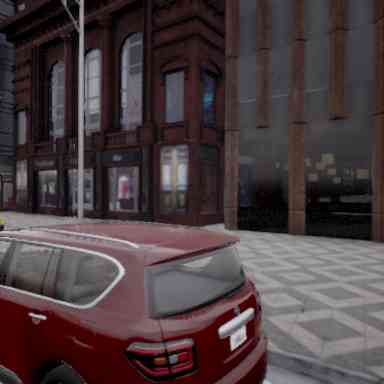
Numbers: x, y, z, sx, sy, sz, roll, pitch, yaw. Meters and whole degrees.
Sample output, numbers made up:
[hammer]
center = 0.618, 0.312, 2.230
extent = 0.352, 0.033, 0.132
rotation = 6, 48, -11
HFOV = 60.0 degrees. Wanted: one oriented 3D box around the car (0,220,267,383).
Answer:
[car]
center = -1.555, 1.292, 4.188
extent = 5.009, 1.841, 2.192
rotation = 0, 0, 36
